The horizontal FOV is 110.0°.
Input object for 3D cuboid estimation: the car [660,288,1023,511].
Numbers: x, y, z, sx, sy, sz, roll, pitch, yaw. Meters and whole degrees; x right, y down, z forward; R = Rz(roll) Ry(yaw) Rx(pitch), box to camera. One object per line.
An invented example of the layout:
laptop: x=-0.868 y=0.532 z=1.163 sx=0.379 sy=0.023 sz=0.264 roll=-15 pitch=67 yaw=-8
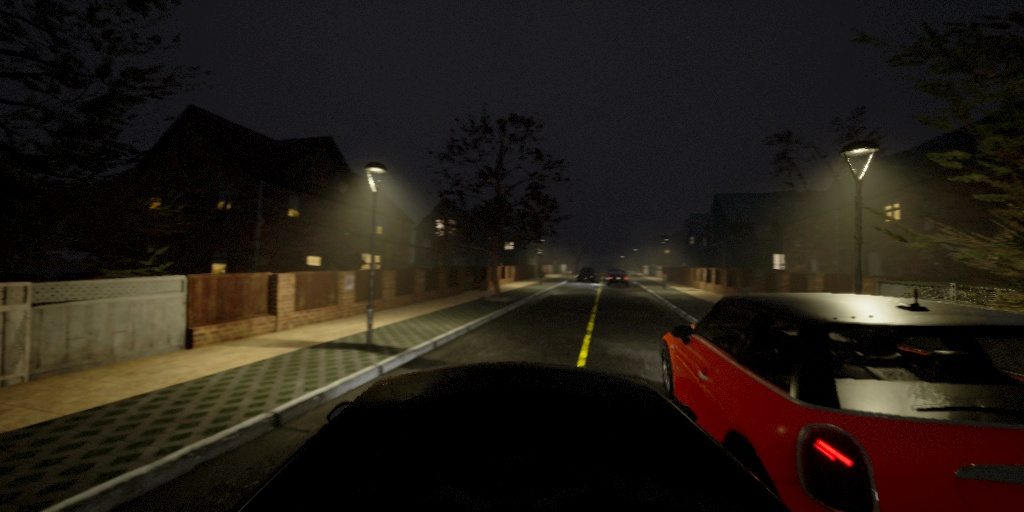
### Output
car: x=2.819 y=1.129 z=3.505 sx=2.097 sy=1.767 sz=4.553 roll=-2 pitch=-3 yaw=15

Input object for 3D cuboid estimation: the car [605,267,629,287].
car: x=9.290 y=1.907 z=31.573 sx=2.033 sy=1.411 sz=5.357 roll=1 pitch=-1 yaw=15

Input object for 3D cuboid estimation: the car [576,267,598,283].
car: x=7.534 y=1.899 z=36.031 sx=1.837 sy=1.490 sz=4.892 roll=1 pitch=-1 yaw=15
